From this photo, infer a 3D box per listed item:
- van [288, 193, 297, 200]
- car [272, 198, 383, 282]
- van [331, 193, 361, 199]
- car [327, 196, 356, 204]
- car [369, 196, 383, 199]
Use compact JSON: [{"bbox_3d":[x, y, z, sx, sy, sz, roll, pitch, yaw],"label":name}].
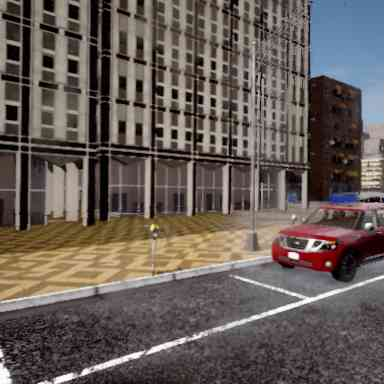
[{"bbox_3d":[18.987,1.047,66.129,1.690,1.788,3.998,1,-1,-36],"label":"van"},{"bbox_3d":[4.609,1.271,9.826,5.009,1.841,2.192,0,1,-35],"label":"car"},{"bbox_3d":[22.016,0.977,47.516,1.690,1.788,3.998,1,-1,-36],"label":"van"},{"bbox_3d":[25.543,1.318,56.973,1.802,1.307,4.206,1,-1,-36],"label":"car"},{"bbox_3d":[28.824,1.318,52.396,1.947,1.339,4.313,1,-1,-36],"label":"car"}]
